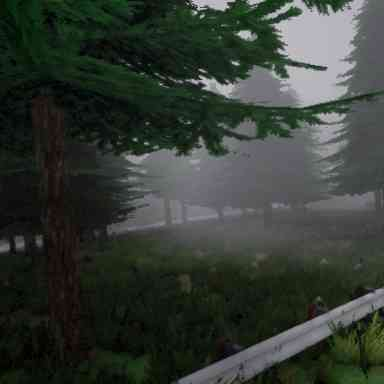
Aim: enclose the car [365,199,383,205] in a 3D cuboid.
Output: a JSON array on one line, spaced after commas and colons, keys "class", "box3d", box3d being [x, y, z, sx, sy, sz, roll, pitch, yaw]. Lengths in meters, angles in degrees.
[{"class": "car", "box3d": [24.546, 1.690, 43.127, 2.128, 1.511, 4.902, -5, -1, -7]}]
